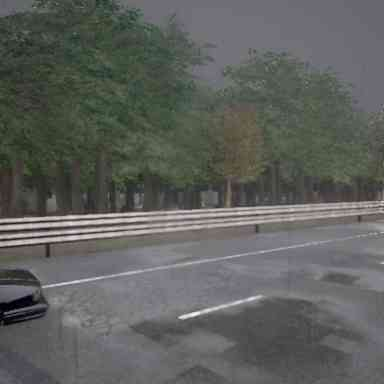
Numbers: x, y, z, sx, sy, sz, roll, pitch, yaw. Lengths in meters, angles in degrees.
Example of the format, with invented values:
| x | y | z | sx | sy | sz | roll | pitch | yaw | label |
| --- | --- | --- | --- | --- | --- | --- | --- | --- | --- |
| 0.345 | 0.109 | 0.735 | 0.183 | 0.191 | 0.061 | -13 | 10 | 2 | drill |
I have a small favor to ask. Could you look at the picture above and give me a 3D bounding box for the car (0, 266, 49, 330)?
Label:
| x | y | z | sx | sy | sz | roll | pitch | yaw | label |
| --- | --- | --- | --- | --- | --- | --- | --- | --- | --- |
| -4.949 | 1.559 | 4.512 | 5.357 | 1.411 | 2.033 | -1 | 0 | -35 | car |
